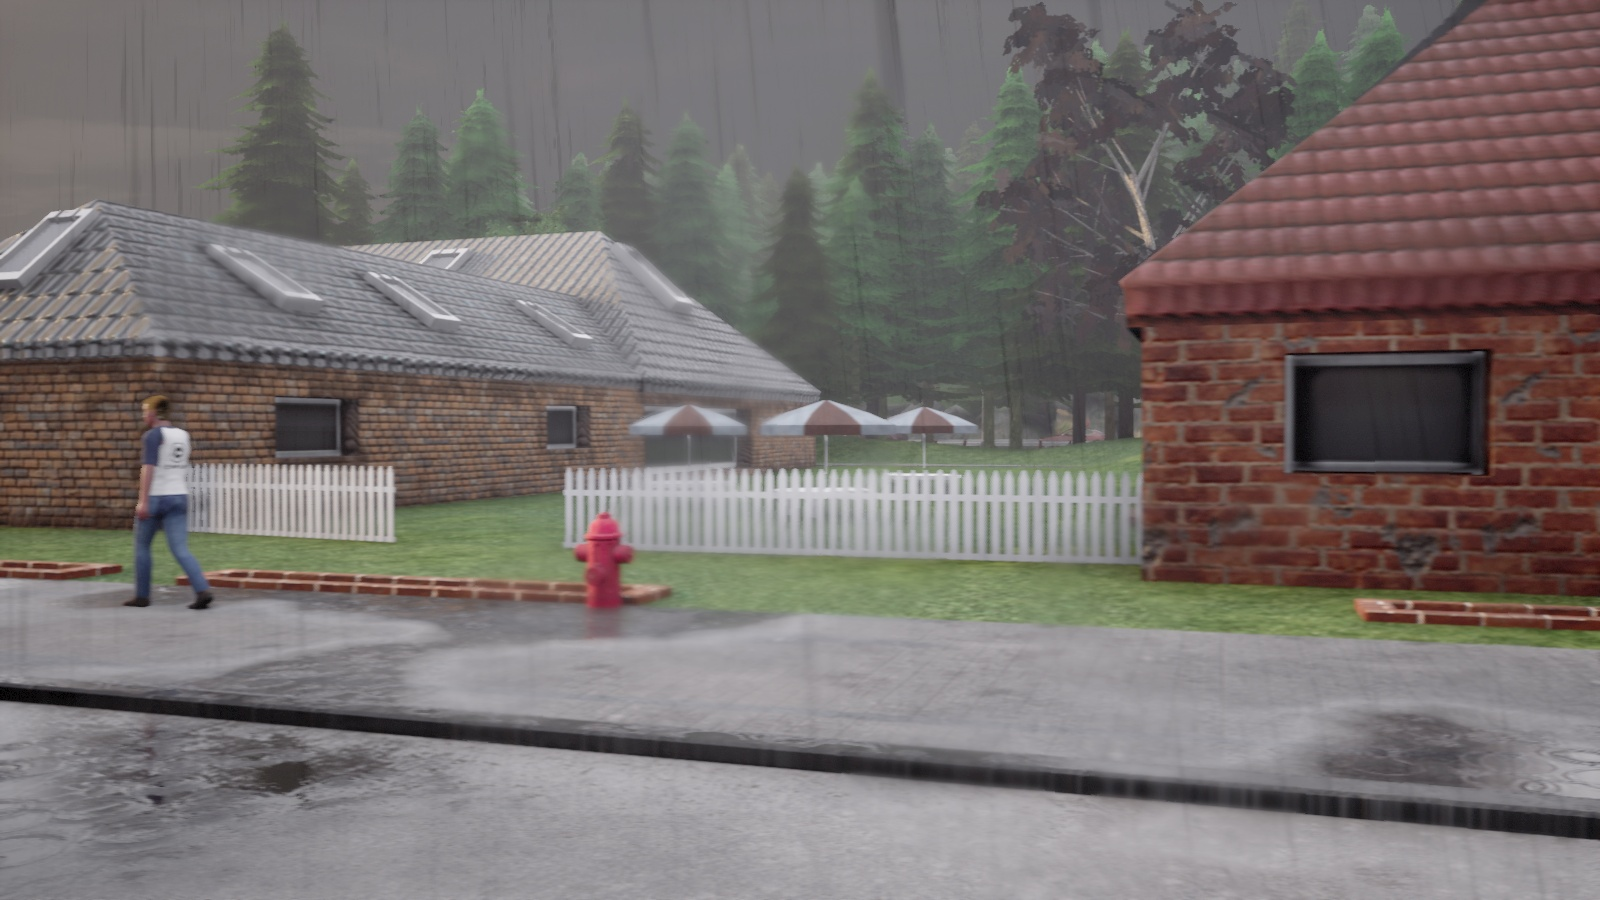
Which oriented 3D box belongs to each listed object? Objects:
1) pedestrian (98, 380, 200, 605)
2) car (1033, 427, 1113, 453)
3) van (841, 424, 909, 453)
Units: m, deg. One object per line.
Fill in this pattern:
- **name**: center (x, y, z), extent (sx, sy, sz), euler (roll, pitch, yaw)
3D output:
- **pedestrian**: center (-5.454, 0.340, 10.520), extent (0.706, 1.836, 0.354), euler (0, 1, 17)
- **car**: center (18.295, -0.675, 84.252), extent (5.027, 1.651, 2.152), euler (0, 1, 18)
- **van**: center (5.296, -0.820, 88.569), extent (4.442, 1.987, 1.775), euler (0, 1, 18)
